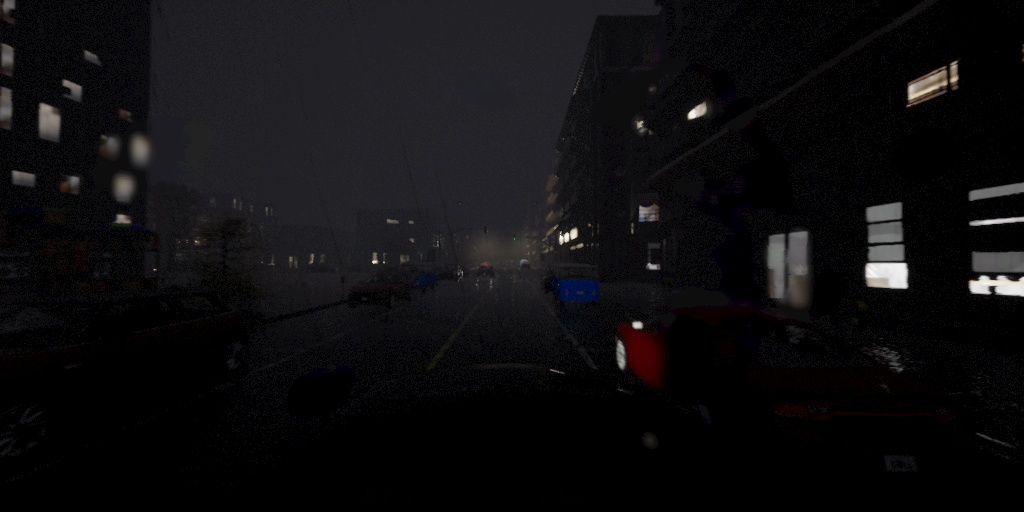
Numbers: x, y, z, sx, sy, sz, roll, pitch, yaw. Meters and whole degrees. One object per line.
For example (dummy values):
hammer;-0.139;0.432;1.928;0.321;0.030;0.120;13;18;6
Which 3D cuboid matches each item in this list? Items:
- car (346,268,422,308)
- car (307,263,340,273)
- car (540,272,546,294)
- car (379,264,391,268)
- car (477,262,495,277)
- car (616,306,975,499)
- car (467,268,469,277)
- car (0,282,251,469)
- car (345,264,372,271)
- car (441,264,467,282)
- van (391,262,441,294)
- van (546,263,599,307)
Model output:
car;-5.657;1.426;15.972;1.888;1.381;4.507;0;0;0
car;-26.375;1.666;50.313;4.097;1.591;1.967;0;0;1
car;2.691;1.498;21.652;1.948;1.339;4.313;0;0;0
car;-19.716;1.945;58.860;4.403;1.370;2.007;0;0;1
car;-3.004;1.706;41.718;1.895;1.301;4.718;0;-1;0
car;2.692;1.323;4.715;1.888;1.381;4.507;0;0;0
car;-5.658;1.623;38.555;1.888;1.381;4.507;0;0;0
car;-5.656;1.217;4.682;1.967;1.591;4.097;0;0;0
car;-25.198;1.986;58.935;4.313;1.339;1.948;0;0;1
car;-5.658;1.469;32.910;1.967;1.591;4.097;0;0;0
van;-5.657;1.272;21.618;1.690;1.789;3.998;0;0;0
van;2.691;1.223;16.006;1.690;1.789;3.998;0;0;0
